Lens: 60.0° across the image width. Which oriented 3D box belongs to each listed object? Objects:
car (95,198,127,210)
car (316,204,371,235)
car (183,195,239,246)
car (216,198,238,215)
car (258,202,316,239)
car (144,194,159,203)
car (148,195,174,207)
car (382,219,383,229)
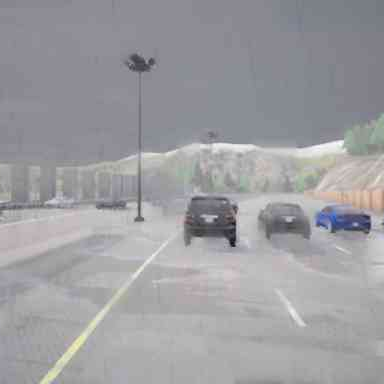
[{"bbox_3d":[-9.602,1.371,39.857,2.033,1.411,5.357,0,0,12],"label":"car"},{"bbox_3d":[8.331,1.437,18.835,1.882,1.535,5.008,0,0,6],"label":"car"},{"bbox_3d":[0.896,1.168,15.303,2.150,2.045,5.566,0,0,5],"label":"car"},{"bbox_3d":[3.578,1.416,33.403,1.812,1.442,4.674,0,0,11],"label":"car"},{"bbox_3d":[4.657,1.304,17.382,2.097,1.767,4.553,0,0,6],"label":"car"},{"bbox_3d":[-7.347,1.122,62.318,2.097,1.767,4.553,0,0,16],"label":"car"},{"bbox_3d":[-4.122,1.415,47.621,1.895,1.301,4.718,0,0,15],"label":"car"},{"bbox_3d":[11.687,1.540,17.320,1.994,1.385,4.181,0,0,6],"label":"car"}]
